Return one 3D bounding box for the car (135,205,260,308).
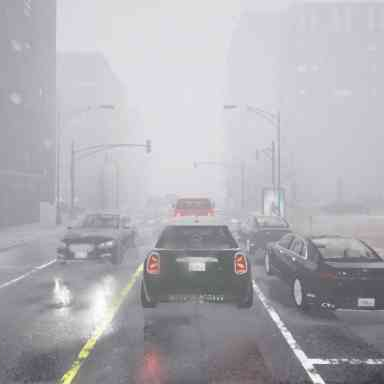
[{"bbox_3d":[0.098,1.354,8.065,2.097,1.767,4.553,0,0,0],"label":"car"}]

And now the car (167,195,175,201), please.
[{"bbox_3d":[-5.708,1.603,90.366,1.947,1.339,4.313,1,0,0],"label":"car"}]

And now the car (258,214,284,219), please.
[{"bbox_3d":[2.826,1.555,13.139,2.008,1.369,4.403,1,0,0],"label":"car"}]

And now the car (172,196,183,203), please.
[{"bbox_3d":[-3.022,1.553,70.660,2.128,1.511,4.902,0,0,0],"label":"car"}]

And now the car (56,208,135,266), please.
[{"bbox_3d":[-3.096,1.495,11.728,2.128,1.511,4.902,0,0,0],"label":"car"}]

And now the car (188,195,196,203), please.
[{"bbox_3d":[-0.014,1.530,74.175,1.837,1.490,4.892,0,0,0],"label":"car"}]

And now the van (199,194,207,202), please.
[{"bbox_3d":[2.678,1.373,79.188,1.690,1.788,3.998,1,0,0],"label":"van"}]

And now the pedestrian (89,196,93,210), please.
[{"bbox_3d":[-12.542,1.348,41.291,0.375,1.860,0.375,0,0,0],"label":"pedestrian"}]

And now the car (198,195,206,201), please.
[{"bbox_3d":[2.672,1.582,90.329,1.887,1.381,4.507,1,0,0],"label":"car"}]

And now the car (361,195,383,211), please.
[{"bbox_3d":[19.279,1.228,38.117,5.009,1.841,2.192,0,0,0],"label":"car"}]

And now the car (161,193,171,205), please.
[{"bbox_3d":[-3.137,1.240,51.021,2.150,2.045,5.566,0,0,0],"label":"car"}]

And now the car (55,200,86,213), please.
[{"bbox_3d":[-12.976,1.561,32.781,5.008,1.535,1.882,0,-1,-3],"label":"car"}]

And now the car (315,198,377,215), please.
[{"bbox_3d":[13.694,1.413,29.773,4.206,1.307,1.802,0,0,0],"label":"car"}]

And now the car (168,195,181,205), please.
[{"bbox_3d":[-3.088,1.375,60.590,2.097,1.767,4.553,0,0,0],"label":"car"}]

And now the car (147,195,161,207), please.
[{"bbox_3d":[-5.692,1.334,51.369,2.192,1.841,5.009,1,0,0],"label":"car"}]

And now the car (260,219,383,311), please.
[{"bbox_3d":[2.828,1.553,7.569,2.008,1.369,4.403,1,0,0],"label":"car"}]

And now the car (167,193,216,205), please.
[{"bbox_3d":[0.082,1.228,17.536,2.150,2.045,5.566,0,0,0],"label":"car"}]

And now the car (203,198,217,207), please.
[{"bbox_3d":[2.685,1.585,51.331,1.947,1.339,4.313,1,0,0],"label":"car"}]

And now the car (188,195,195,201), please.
[{"bbox_3d":[-0.029,1.561,90.370,1.812,1.442,4.674,0,0,0],"label":"car"}]

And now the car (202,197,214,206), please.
[{"bbox_3d":[2.683,1.603,56.902,1.802,1.307,4.206,1,0,0],"label":"car"}]

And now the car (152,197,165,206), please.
[{"bbox_3d":[-5.697,1.566,56.940,1.887,1.381,4.507,1,0,0],"label":"car"}]

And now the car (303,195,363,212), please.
[{"bbox_3d":[14.977,1.385,35.553,5.008,1.535,1.882,0,-1,2],"label":"car"}]

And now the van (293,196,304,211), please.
[{"bbox_3d":[13.752,1.296,38.155,3.998,1.788,1.690,0,0,0],"label":"van"}]
